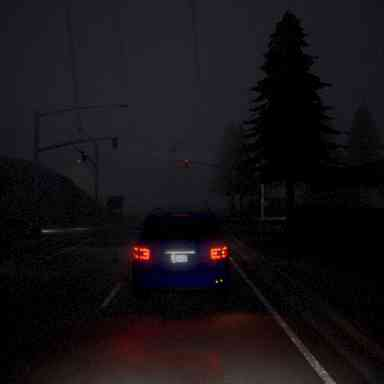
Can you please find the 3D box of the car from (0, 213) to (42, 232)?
[{"bbox_3d":[-14.734,2.354,26.118,5.357,1.411,2.033,0,-1,-1],"label":"car"}]

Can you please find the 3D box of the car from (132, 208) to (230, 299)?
[{"bbox_3d":[-0.240,1.439,9.239,2.150,2.045,5.566,0,-1,0],"label":"car"}]
